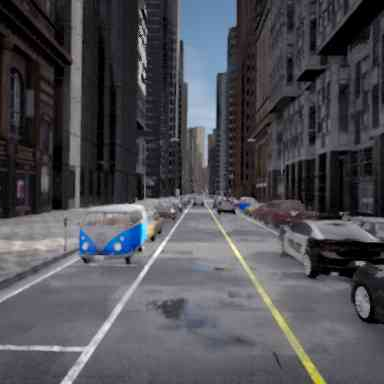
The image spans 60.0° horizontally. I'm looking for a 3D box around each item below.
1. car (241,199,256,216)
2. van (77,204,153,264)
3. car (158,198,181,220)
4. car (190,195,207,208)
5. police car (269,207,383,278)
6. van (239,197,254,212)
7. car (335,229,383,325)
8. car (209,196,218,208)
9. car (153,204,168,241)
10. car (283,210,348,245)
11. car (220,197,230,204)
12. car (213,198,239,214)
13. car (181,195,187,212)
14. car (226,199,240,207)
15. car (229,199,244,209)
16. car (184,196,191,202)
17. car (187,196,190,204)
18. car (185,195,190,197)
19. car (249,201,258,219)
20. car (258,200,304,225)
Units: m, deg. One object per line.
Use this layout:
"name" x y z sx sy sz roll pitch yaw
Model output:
"car" 6.411 1.714 33.900 1.752 1.417 4.829 1 0 1
"van" -2.567 1.345 11.486 1.690 1.788 3.998 1 0 1
"car" -2.228 1.503 28.288 1.967 1.590 4.097 1 0 1
"car" 1.034 1.693 53.070 1.837 1.490 4.892 1 0 1
"police car" 4.073 1.508 10.520 1.930 1.638 5.238 1 0 1
"van" 6.523 1.549 39.332 1.690 1.788 3.998 1 0 1
"car" 3.889 1.567 4.412 1.837 1.490 4.892 1 0 1
"car" 3.940 1.700 48.304 2.128 1.511 4.902 1 0 1
"car" -2.460 1.548 16.916 1.752 1.417 4.829 1 0 1
"car" 6.066 1.709 16.927 1.802 1.307 4.206 1 0 1
"car" 7.201 1.881 72.936 1.887 1.381 4.507 1 0 1
"car" 3.798 1.733 37.898 1.994 1.385 4.181 1 0 1
"car" -2.001 1.544 39.489 1.967 1.590 4.097 1 0 1
"car" 6.860 1.853 56.133 1.802 1.307 4.206 1 0 1
"car" 6.747 1.832 50.533 1.802 1.307 4.206 1 0 1
"car" -1.098 1.801 84.123 1.752 1.417 4.829 1 0 1
"car" -1.776 1.711 50.690 1.947 1.339 4.313 1 0 1
"car" -1.549 1.739 61.890 2.008 1.369 4.403 1 0 1
"car" 6.293 1.749 28.129 1.802 1.307 4.206 1 0 1
"car" 6.183 1.462 22.529 2.192 1.841 5.009 1 0 1
